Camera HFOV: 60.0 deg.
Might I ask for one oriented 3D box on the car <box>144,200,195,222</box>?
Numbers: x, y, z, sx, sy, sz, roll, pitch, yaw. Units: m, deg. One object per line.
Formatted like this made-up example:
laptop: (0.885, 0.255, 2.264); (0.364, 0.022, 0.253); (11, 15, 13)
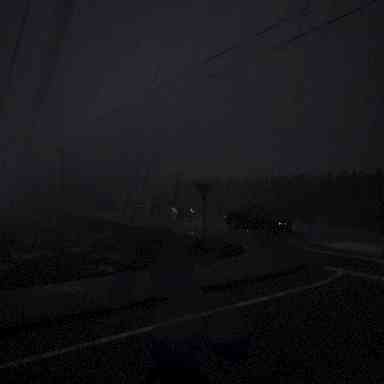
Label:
car: (-1.710, 1.465, 27.250); (2.097, 1.767, 4.553); (0, 0, -35)

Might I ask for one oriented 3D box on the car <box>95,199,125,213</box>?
car: (-10.098, 1.619, 39.490); (1.837, 1.490, 4.892); (0, -1, -34)

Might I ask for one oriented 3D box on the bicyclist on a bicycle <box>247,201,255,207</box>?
bicyclist on a bicycle: (5.194, 1.598, 29.728); (1.656, 1.620, 0.582); (0, 0, -35)

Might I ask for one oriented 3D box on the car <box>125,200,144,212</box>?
car: (-7.118, 1.682, 41.552); (2.033, 1.411, 5.357); (0, 0, -32)

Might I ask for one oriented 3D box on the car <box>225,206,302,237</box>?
car: (3.938, 1.603, 19.065); (2.128, 1.511, 4.902); (0, 0, -35)
